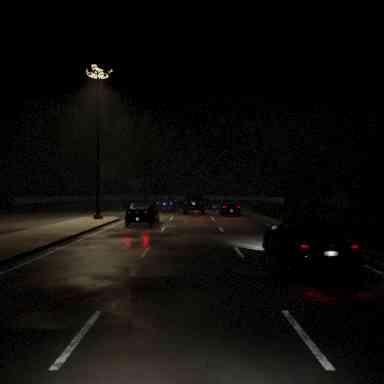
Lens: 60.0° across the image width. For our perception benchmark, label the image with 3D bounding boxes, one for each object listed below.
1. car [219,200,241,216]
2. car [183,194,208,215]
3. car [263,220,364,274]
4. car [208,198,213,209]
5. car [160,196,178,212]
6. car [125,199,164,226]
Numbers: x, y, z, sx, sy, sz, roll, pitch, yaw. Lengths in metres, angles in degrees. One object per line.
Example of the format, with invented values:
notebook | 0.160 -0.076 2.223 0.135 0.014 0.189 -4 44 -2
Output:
car | 3.686 1.526 32.743 1.812 1.442 4.674 0 0 1
car | 0.268 1.221 34.506 2.150 2.045 5.566 0 0 2
car | 3.601 1.564 10.602 1.994 1.385 4.181 0 0 0
car | 1.557 1.491 44.288 2.128 1.511 4.902 0 0 12
car | -2.890 1.352 39.252 2.097 1.767 4.553 0 0 5
car | -3.398 1.491 23.188 2.128 1.511 4.902 0 0 0
